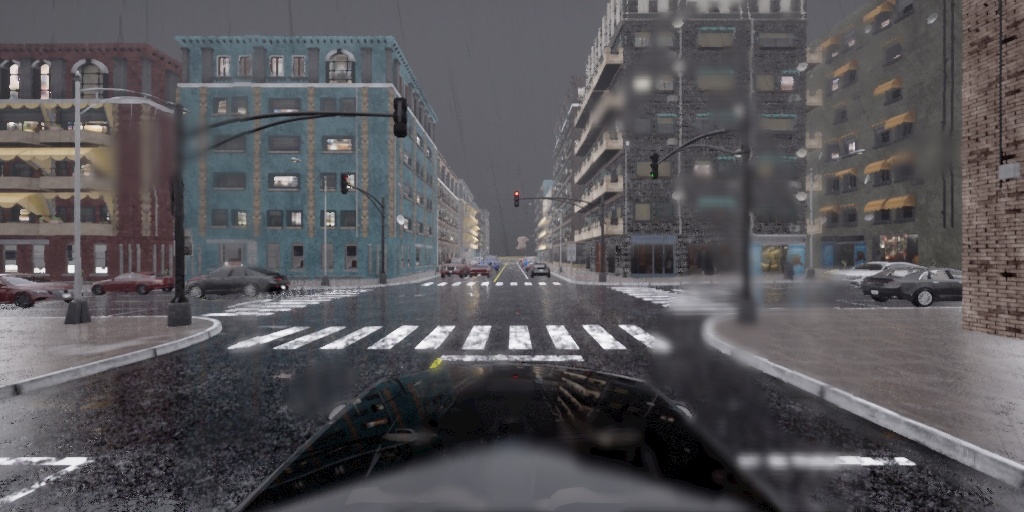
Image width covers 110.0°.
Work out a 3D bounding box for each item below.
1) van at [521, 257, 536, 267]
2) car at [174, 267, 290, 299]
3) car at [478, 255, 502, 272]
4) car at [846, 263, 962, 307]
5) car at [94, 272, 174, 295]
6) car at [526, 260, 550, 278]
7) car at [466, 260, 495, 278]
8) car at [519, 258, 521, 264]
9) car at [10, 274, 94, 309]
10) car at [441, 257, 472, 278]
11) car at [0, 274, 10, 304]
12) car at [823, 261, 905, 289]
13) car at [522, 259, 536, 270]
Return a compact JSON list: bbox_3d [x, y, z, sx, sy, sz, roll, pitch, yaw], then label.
[{"bbox_3d":[2.574,1.076,50.201,1.690,1.789,3.998,0,0,0],"label":"van"},{"bbox_3d":[-14.404,1.417,18.878,4.892,1.490,1.837,-1,-1,2],"label":"car"},{"bbox_3d":[-2.838,0.950,47.190,2.150,2.045,5.566,0,1,0],"label":"car"},{"bbox_3d":[15.604,1.082,13.250,4.403,1.370,2.007,0,0,0],"label":"car"},{"bbox_3d":[-22.451,1.598,21.435,4.207,1.307,1.802,0,0,0],"label":"car"},{"bbox_3d":[2.571,1.310,33.544,1.948,1.339,4.313,0,0,0],"label":"car"},{"bbox_3d":[-2.844,1.345,33.338,1.895,1.301,4.718,0,0,0],"label":"car"},{"bbox_3d":[2.575,1.168,61.304,1.967,1.591,4.097,0,0,0],"label":"car"},{"bbox_3d":[-22.192,1.529,16.014,4.674,1.442,1.812,-1,0,0],"label":"car"},{"bbox_3d":[-5.310,1.059,33.545,2.192,1.841,5.009,0,0,0],"label":"car"},{"bbox_3d":[-22.490,1.442,13.549,4.097,1.591,1.967,0,0,0],"label":"car"},{"bbox_3d":[19.234,1.021,18.639,4.674,1.442,1.812,-1,0,0],"label":"car"},{"bbox_3d":[2.573,1.320,44.648,1.802,1.307,4.207,0,0,0],"label":"car"}]
